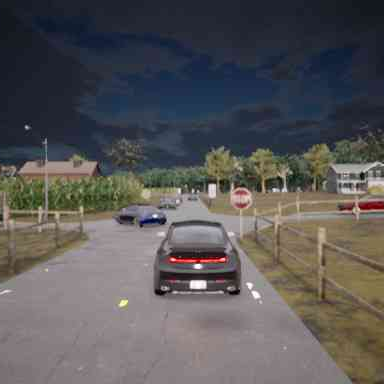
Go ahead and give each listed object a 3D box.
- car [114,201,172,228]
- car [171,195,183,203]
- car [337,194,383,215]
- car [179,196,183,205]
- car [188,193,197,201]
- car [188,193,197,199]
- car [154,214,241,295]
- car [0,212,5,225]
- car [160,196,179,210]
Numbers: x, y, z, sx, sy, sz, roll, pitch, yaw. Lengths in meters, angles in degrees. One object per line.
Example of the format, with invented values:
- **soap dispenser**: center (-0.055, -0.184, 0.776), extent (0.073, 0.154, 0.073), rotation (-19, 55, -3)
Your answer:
- **car**: center (-3.477, 1.487, 21.718), extent (1.994, 1.385, 4.181), rotation (-2, -1, -38)
- **car**: center (-2.667, 1.318, 61.006), extent (1.895, 1.301, 4.718), rotation (0, 0, 1)
- **car**: center (13.806, 0.926, 25.631), extent (5.008, 1.535, 1.882), rotation (-2, -2, 0)
- **car**: center (-2.750, 1.378, 48.851), extent (1.895, 1.301, 4.718), rotation (0, 0, 0)
- **car**: center (0.119, 1.217, 70.456), extent (1.994, 1.385, 4.181), rotation (0, 0, 0)
- **car**: center (0.138, 0.996, 80.468), extent (2.033, 1.411, 5.357), rotation (0, 0, 0)
- **car**: center (0.113, 1.474, 8.629), extent (1.837, 1.490, 4.892), rotation (0, 0, 0)
- **car**: center (-15.313, 1.579, 22.775), extent (4.553, 1.767, 2.097), rotation (-1, -2, -2)
- **car**: center (-2.784, 1.392, 38.813), extent (1.994, 1.385, 4.181), rotation (0, 0, -2)
